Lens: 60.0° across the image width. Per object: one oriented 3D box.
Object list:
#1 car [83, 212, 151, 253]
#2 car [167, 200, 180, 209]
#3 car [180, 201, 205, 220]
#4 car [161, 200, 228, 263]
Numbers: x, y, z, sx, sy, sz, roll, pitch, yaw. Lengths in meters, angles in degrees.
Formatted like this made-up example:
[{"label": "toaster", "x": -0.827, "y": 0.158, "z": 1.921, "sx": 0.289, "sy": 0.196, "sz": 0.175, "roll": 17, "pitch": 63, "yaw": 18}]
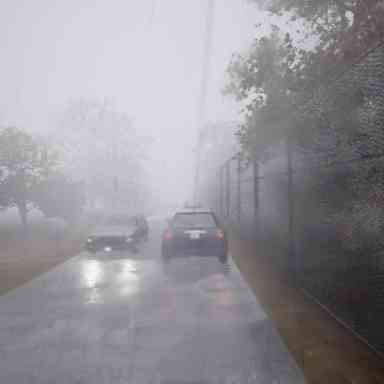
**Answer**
[{"label": "car", "x": -2.865, "y": 1.570, "z": 13.979, "sx": 2.033, "sy": 1.411, "sz": 5.357, "roll": 0, "pitch": 0, "yaw": 0}, {"label": "car", "x": -3.027, "y": 2.065, "z": 54.776, "sx": 1.812, "sy": 1.442, "sz": 4.674, "roll": 0, "pitch": -1, "yaw": 0}, {"label": "car", "x": 0.036, "y": 1.618, "z": 30.048, "sx": 2.128, "sy": 1.511, "sz": 4.902, "roll": 0, "pitch": -1, "yaw": 0}, {"label": "car", "x": 0.081, "y": 1.365, "z": 12.260, "sx": 2.097, "sy": 1.767, "sz": 4.553, "roll": -1, "pitch": 0, "yaw": 0}]
